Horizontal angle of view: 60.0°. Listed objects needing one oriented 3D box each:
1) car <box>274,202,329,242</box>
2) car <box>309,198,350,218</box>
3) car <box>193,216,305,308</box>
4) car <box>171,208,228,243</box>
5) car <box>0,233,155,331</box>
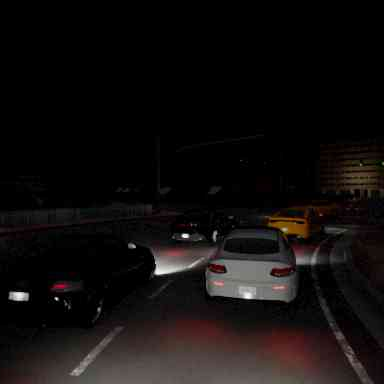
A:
[{"bbox_3d":[5.355,1.478,16.709,1.882,1.535,5.008,0,0,31],"label":"car"},{"bbox_3d":[11.263,1.512,30.334,5.008,1.535,1.882,0,-1,-2],"label":"car"},{"bbox_3d":[1.515,1.526,7.941,1.812,1.442,4.674,0,0,14],"label":"car"},{"bbox_3d":[0.713,1.506,15.598,1.837,1.490,4.892,0,0,24],"label":"car"},{"bbox_3d":[-2.240,1.564,7.058,1.994,1.385,4.181,0,0,12],"label":"car"}]
